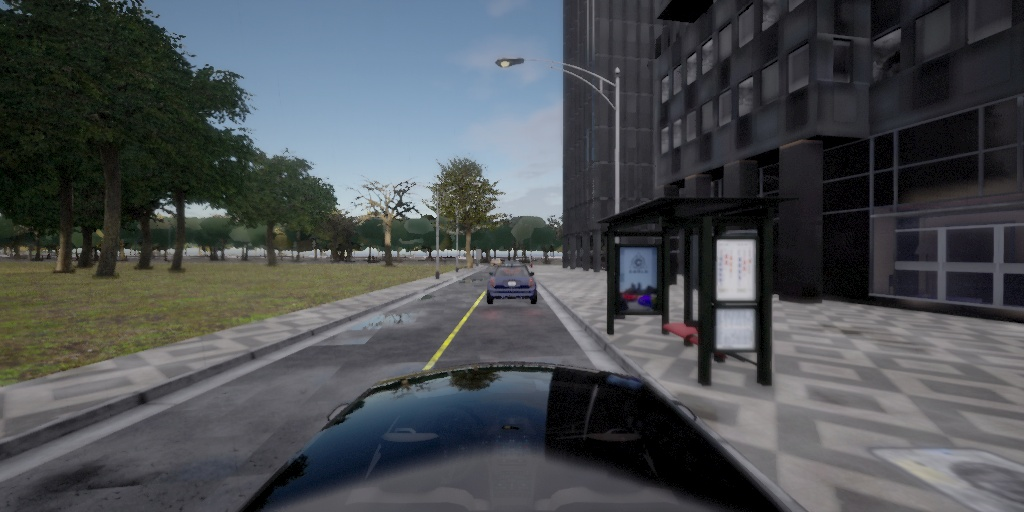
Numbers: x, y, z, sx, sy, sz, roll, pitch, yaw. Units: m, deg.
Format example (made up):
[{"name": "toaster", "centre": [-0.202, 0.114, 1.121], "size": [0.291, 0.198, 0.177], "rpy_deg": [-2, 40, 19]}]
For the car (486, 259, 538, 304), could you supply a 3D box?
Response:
[{"name": "car", "centre": [0.000, 1.128, 16.471], "size": [2.097, 1.767, 4.553], "rpy_deg": [0, 0, 0]}]
